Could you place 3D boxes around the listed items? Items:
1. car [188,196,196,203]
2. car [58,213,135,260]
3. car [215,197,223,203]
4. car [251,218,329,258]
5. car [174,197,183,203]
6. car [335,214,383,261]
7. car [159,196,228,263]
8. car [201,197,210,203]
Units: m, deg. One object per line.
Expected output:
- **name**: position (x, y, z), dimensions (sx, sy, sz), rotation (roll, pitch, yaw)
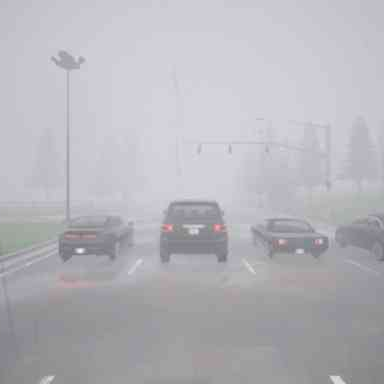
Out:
- **car**: position (0.008, 1.820, 86.658), dimensions (2.097, 1.767, 4.553), rotation (0, 0, 0)
- **car**: position (-3.428, 1.574, 12.662), dimensions (1.837, 1.490, 4.892), rotation (0, 0, 0)
- **car**: position (7.008, 2.016, 86.653), dimensions (1.994, 1.385, 4.181), rotation (0, 0, 0)
- **car**: position (3.576, 1.673, 13.177), dimensions (1.895, 1.301, 4.718), rotation (0, 0, 0)
- **car**: position (-3.492, 2.002, 86.271), dimensions (2.033, 1.411, 5.357), rotation (0, 0, 0)
- **car**: position (7.072, 1.558, 12.457), dimensions (2.128, 1.511, 4.902), rotation (0, -1, 0)
- **car**: position (0.070, 1.284, 12.324), dimensions (2.150, 2.045, 5.566), rotation (0, -1, 0)
- **car**: position (3.508, 1.987, 86.270), dimensions (2.128, 1.511, 4.902), rotation (0, 0, 0)
